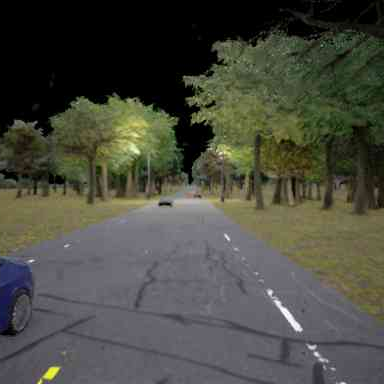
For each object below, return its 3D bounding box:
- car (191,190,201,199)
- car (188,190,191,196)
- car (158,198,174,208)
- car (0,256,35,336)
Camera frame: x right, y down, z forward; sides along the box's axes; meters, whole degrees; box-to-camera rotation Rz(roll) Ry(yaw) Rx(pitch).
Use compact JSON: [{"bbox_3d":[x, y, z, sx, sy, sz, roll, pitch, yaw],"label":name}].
[{"bbox_3d":[1.232,0.811,77.036,1.837,1.490,4.892,0,1,0],"label":"car"},{"bbox_3d":[0.010,0.265,95.150,2.097,1.767,4.553,0,1,0],"label":"car"},{"bbox_3d":[-3.580,1.454,45.631,1.895,1.301,4.718,0,1,0],"label":"car"},{"bbox_3d":[-3.599,1.528,3.986,1.812,1.442,4.674,0,0,0],"label":"car"}]
